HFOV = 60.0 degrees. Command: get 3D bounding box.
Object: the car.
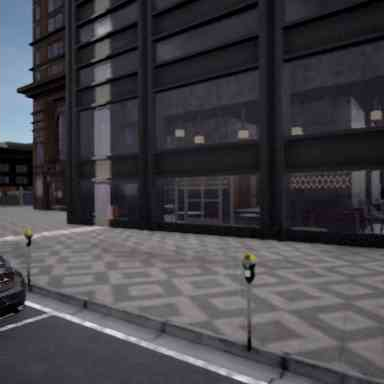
[{"bbox_3d":[-4.867,1.623,6.316,4.403,1.369,2.008,-1,0,35],"label":"car"}]
